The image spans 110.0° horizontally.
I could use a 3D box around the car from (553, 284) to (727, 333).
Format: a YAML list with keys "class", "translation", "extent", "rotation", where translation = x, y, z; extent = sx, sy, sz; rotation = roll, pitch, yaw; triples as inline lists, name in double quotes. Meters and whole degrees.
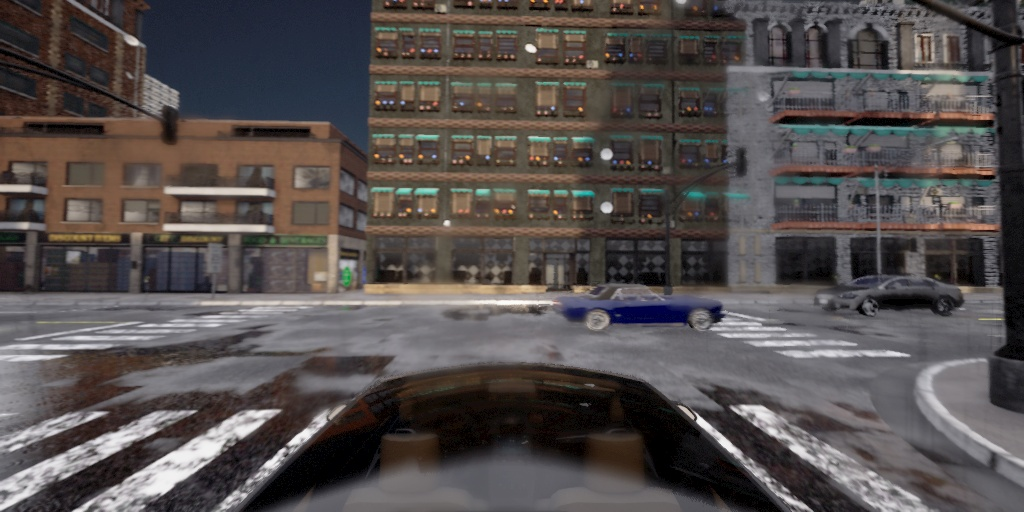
- class: "car"
  translation: [3.696, 1.505, 10.788]
  extent: [4.718, 1.301, 1.895]
  rotation: [0, -2, -1]

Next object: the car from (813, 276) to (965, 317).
- class: "car"
  translation: [14.670, 1.523, 14.151]
  extent: [4.902, 1.511, 2.128]
  rotation: [0, -2, -1]
